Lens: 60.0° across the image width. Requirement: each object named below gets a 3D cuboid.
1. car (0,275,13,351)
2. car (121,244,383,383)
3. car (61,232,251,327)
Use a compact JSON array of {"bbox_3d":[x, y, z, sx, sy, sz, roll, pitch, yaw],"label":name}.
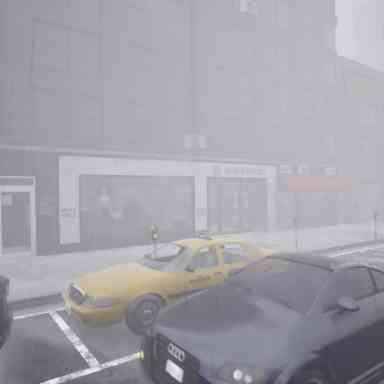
[{"bbox_3d":[-4.343,1.566,3.566,4.313,1.339,1.947,0,-1,-35],"label":"car"},{"bbox_3d":[1.451,1.563,4.410,4.181,1.385,1.994,0,0,-35],"label":"car"},{"bbox_3d":[0.004,1.524,6.660,4.829,1.417,1.752,0,-1,-35],"label":"car"}]
